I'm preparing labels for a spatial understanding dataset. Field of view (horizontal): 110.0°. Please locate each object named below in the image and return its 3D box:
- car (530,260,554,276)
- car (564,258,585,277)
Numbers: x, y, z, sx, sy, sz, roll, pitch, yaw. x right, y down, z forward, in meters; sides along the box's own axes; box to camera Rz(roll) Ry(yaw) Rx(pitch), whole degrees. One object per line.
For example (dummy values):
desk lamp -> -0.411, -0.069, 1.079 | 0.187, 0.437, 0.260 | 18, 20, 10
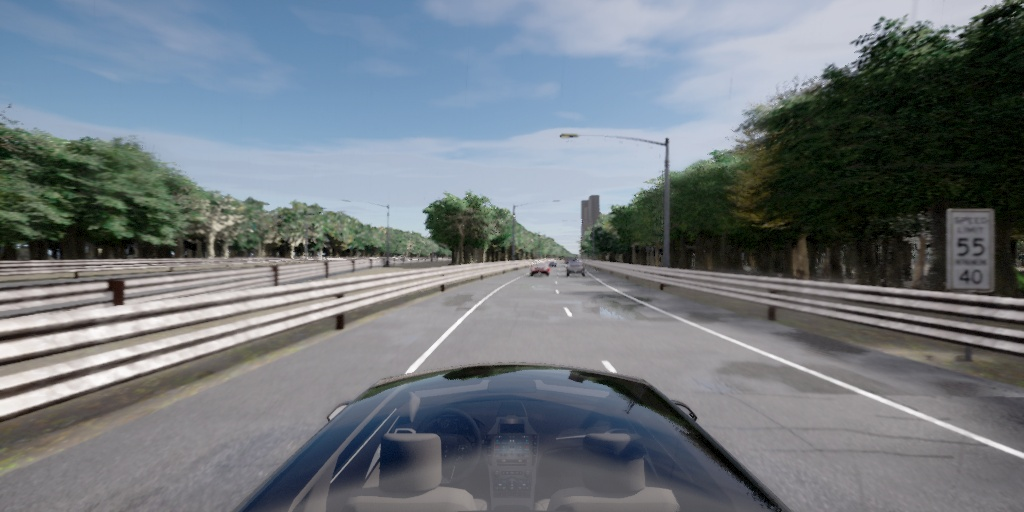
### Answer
car -> 2.999, 1.387, 37.171 | 1.895, 1.301, 4.718 | 0, 0, 9
car -> 6.539, 1.306, 37.177 | 2.128, 1.511, 4.902 | 0, 0, 9
